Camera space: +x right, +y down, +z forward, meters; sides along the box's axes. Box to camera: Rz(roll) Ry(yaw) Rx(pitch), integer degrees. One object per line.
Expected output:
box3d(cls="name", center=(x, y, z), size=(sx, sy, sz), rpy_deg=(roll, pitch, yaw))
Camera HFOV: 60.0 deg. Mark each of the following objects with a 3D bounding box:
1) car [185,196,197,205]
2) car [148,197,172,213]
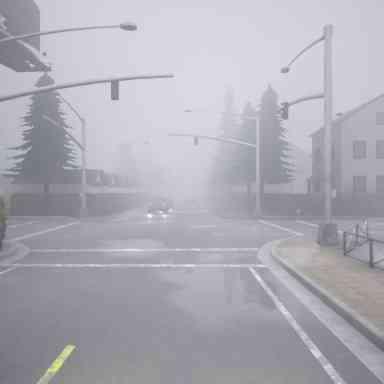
box3d(cls="car", center=(-0.121, 1.492, 59.259), size=(2.128, 1.511, 4.902), rpy_deg=(0, 0, 0))
box3d(cls="car", center=(-3.674, 1.352, 37.056), size=(2.097, 1.767, 4.553), rpy_deg=(0, 0, 0))
